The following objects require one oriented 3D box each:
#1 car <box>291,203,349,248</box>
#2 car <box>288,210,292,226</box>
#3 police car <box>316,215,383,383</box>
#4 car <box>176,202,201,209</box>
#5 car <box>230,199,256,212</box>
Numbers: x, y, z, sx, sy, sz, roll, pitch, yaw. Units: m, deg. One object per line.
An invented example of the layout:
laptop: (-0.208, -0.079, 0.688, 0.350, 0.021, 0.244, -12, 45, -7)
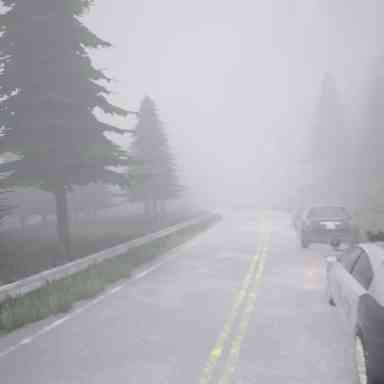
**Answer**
car: (5.690, 1.304, 14.510, 2.097, 1.767, 4.553, -2, -1, 14)
car: (7.093, 1.470, 20.448, 1.837, 1.490, 4.892, -2, -1, 13)
police car: (3.141, 1.370, 4.863, 1.930, 1.638, 5.238, -2, -1, 16)
car: (-0.695, 2.437, 55.579, 4.902, 1.511, 2.128, -6, 1, 44)
car: (6.661, 1.762, 43.771, 1.837, 1.490, 4.892, -4, 0, -19)
